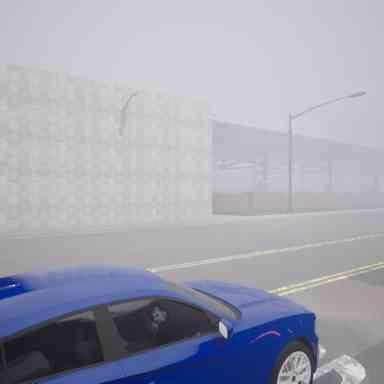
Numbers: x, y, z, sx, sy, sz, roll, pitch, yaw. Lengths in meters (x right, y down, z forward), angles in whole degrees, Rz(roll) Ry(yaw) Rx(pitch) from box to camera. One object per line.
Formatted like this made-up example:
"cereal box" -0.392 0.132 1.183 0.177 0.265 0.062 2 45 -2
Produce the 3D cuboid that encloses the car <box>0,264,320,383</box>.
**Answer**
"car" -0.805 1.478 3.174 5.008 1.535 1.882 0 0 -36
